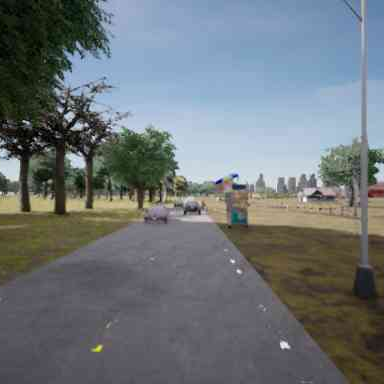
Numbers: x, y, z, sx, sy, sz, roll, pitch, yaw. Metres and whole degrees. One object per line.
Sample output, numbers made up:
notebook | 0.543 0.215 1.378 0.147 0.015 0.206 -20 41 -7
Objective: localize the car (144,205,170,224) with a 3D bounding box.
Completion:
car | -2.866 1.788 27.737 1.812 1.442 4.674 0 -1 0

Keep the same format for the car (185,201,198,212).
car | -0.028 2.126 50.550 1.837 1.490 4.892 0 -1 0

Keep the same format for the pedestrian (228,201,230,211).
pedestrian | 2.808 1.553 25.279 0.375 1.860 0.375 2 -2 -15

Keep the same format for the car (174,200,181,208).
car | -2.794 2.444 69.070 1.882 1.535 5.008 0 -1 0

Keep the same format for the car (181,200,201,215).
car | 0.038 1.820 41.236 2.097 1.767 4.553 0 -1 0

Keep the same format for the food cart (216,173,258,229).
food cart | 3.077 0.673 23.697 2.280 3.560 4.660 -1 -2 0
